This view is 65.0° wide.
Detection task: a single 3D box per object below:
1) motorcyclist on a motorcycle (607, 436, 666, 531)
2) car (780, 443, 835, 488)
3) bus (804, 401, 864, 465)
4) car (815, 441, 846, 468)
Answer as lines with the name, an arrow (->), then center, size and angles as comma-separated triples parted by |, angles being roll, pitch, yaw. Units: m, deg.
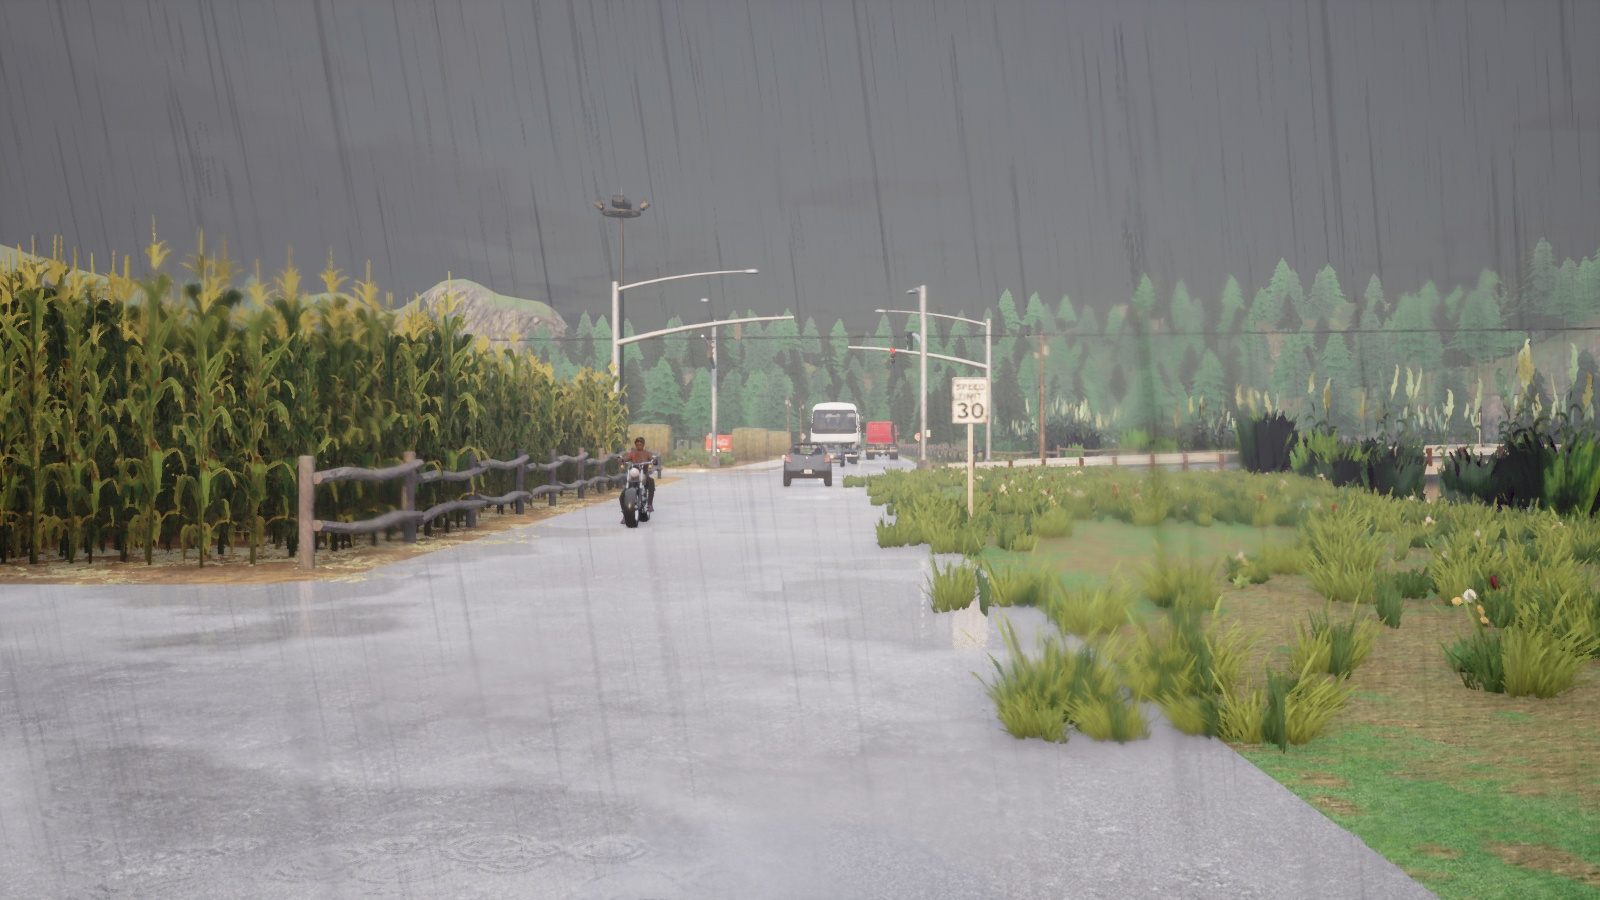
motorcyclist on a motorcycle -> -2.953, 0.565, 22.928 | 0.766, 1.649, 2.350 | 0, 0, 0
car -> 0.266, 0.513, 43.794 | 1.845, 1.501, 3.633 | 0, 0, 0
bus -> 2.541, -1.164, 88.888 | 3.944, 4.253, 10.273 | 0, 0, 3
car -> 1.876, 0.259, 76.608 | 1.789, 1.549, 3.705 | 0, 0, 3
